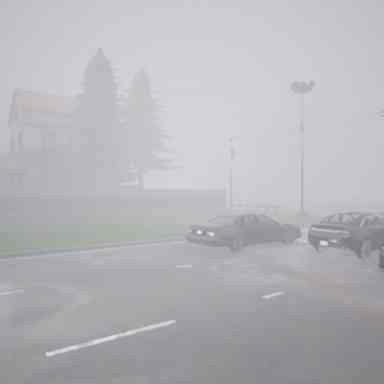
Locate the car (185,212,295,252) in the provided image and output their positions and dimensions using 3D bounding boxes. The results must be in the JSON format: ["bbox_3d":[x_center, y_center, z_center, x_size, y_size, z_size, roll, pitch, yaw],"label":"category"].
[{"bbox_3d":[2.316,1.570,13.998,5.357,1.411,2.033,0,0,-36],"label":"car"}]

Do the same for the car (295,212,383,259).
[{"bbox_3d":[6.429,1.520,12.636,4.902,1.511,2.128,0,0,-35],"label":"car"}]

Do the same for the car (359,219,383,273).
[{"bbox_3d":[6.670,1.515,8.509,4.902,1.511,2.128,0,0,-35],"label":"car"}]
